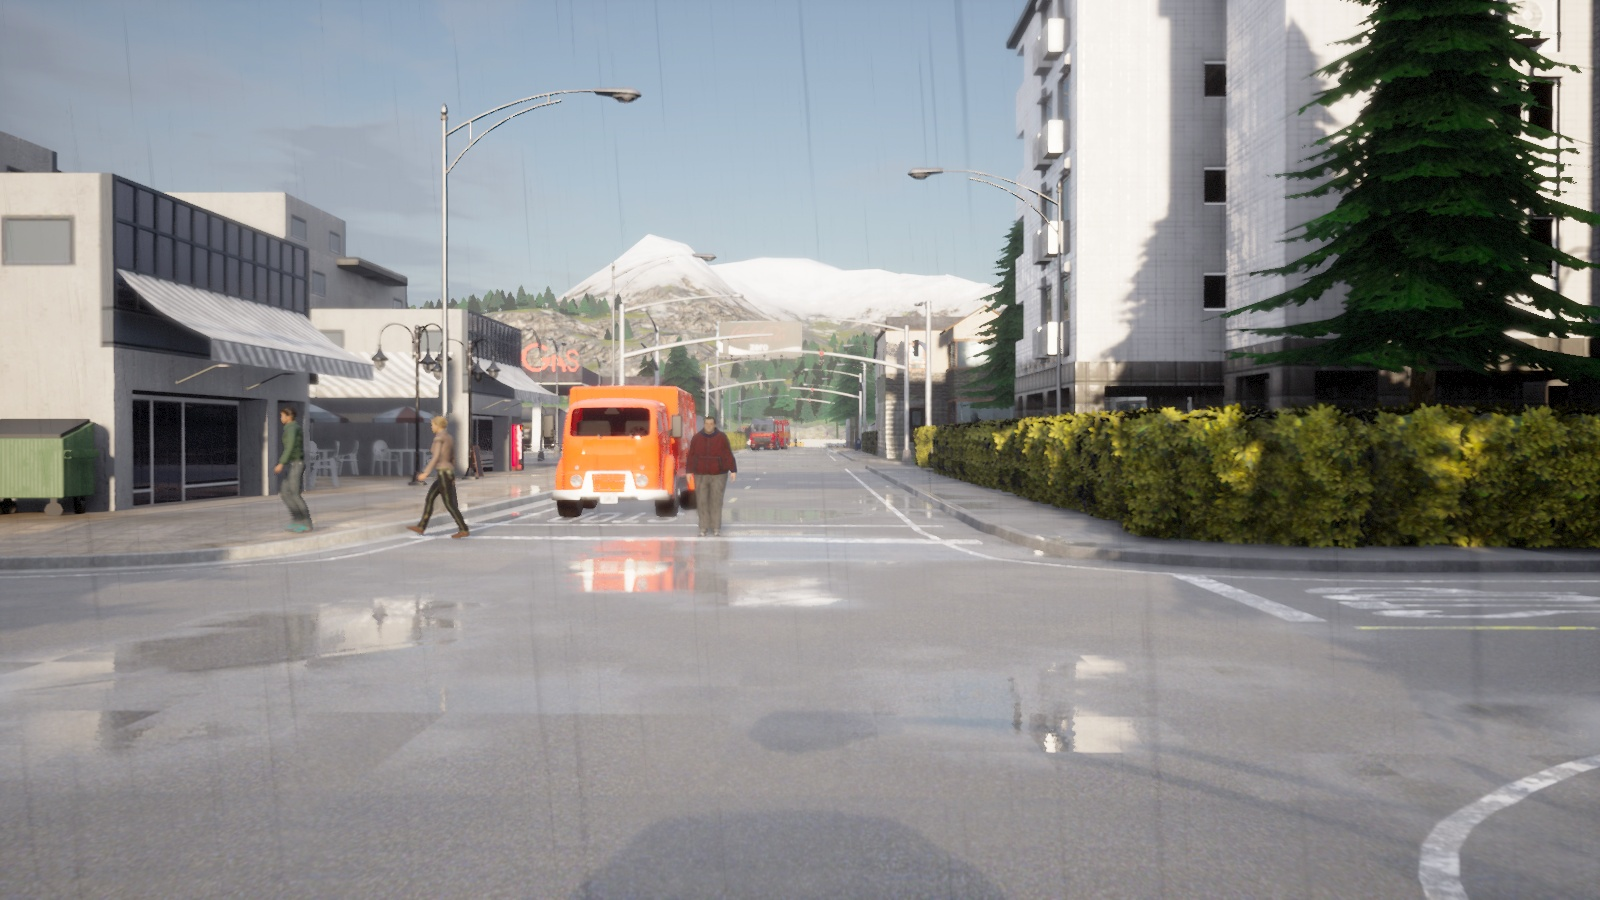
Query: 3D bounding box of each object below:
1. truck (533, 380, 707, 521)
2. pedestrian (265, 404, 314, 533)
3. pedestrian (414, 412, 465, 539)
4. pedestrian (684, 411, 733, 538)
[{"bbox_3d":[-3.346,-0.006,24.598,2.627,2.467,5.204,0,1,0],"label":"truck"},{"bbox_3d":[-7.368,0.261,18.138,0.614,1.847,0.353,0,1,-16],"label":"pedestrian"},{"bbox_3d":[-5.264,0.371,18.356,0.634,1.846,0.331,0,1,2],"label":"pedestrian"},{"bbox_3d":[-1.354,0.352,18.761,0.634,1.844,0.899,0,1,2],"label":"pedestrian"}]
